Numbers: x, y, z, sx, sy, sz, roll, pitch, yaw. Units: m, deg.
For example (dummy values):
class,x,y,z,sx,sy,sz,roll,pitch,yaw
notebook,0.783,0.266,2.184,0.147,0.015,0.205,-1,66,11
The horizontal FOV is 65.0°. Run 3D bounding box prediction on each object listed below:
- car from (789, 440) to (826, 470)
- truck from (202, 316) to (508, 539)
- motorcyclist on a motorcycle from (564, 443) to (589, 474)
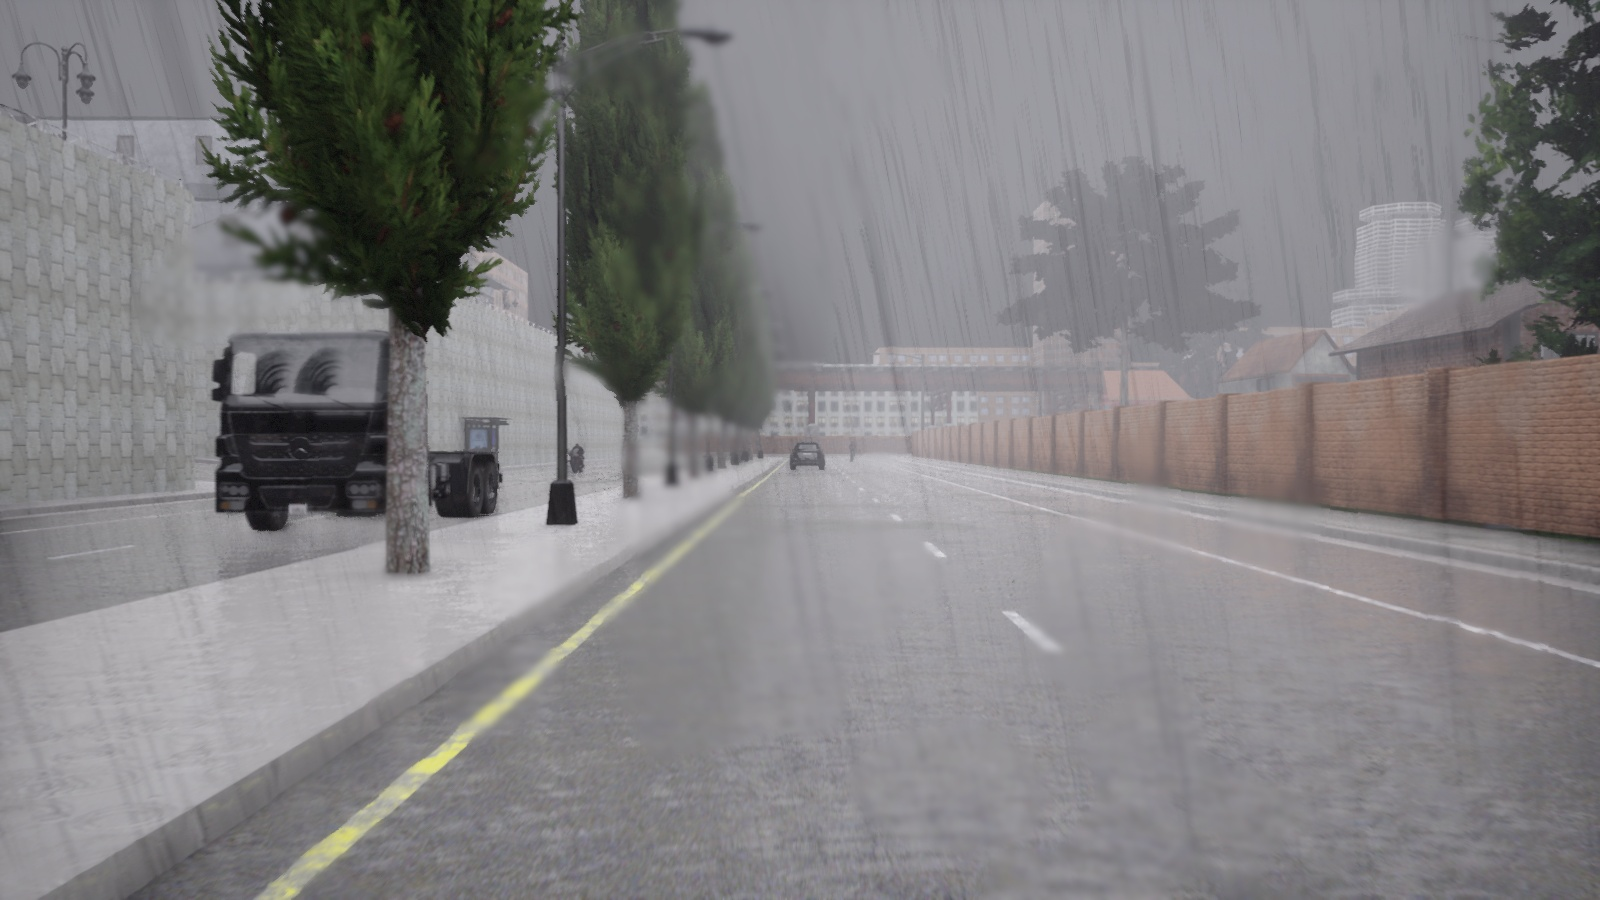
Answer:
class,x,y,z,sx,sy,sz,roll,pitch,yaw
car,0.420,0.276,71.216,2.033,1.649,4.856,0,0,0
truck,-7.850,-0.374,23.522,2.891,3.462,7.936,0,0,0
motorcyclist on a motorcycle,-11.129,0.420,62.622,0.866,1.530,2.191,0,0,0
